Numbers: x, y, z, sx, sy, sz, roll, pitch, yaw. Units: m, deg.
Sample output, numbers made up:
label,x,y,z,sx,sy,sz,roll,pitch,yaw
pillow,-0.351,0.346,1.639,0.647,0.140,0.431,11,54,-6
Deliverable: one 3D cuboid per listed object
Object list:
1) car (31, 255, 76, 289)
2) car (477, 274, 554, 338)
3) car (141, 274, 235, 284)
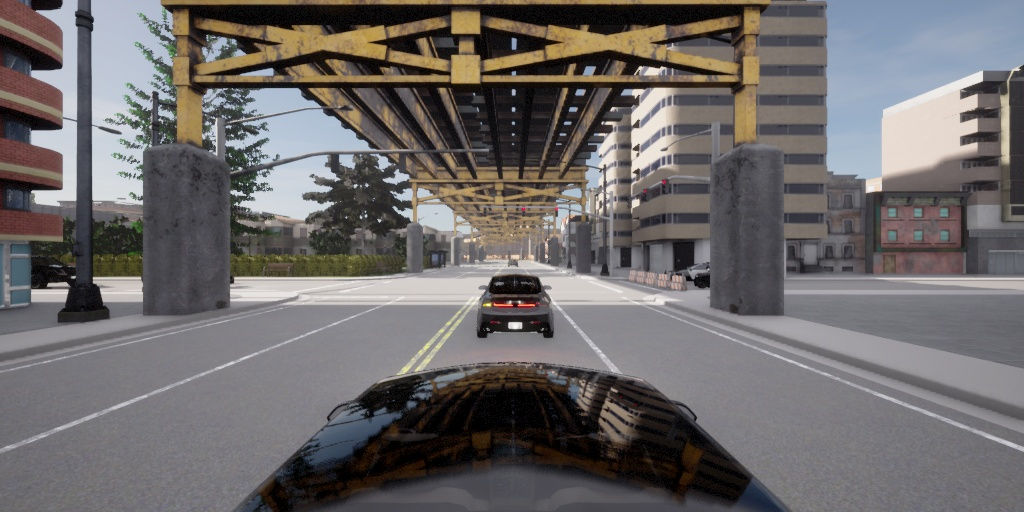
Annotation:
label,x,y,z,sx,sy,sz,roll,pitch,yaw
car,-30.046,0.971,22.336,5.566,2.045,2.150,0,0,0
car,0.088,1.255,10.160,1.837,1.490,4.892,0,0,0
car,-20.032,1.255,22.275,4.892,1.490,1.837,0,0,0
